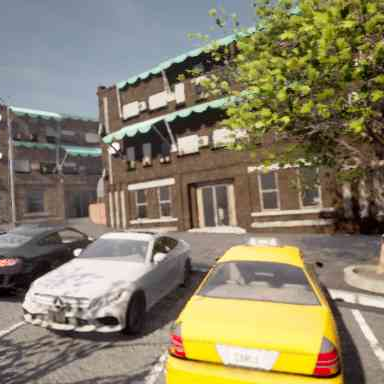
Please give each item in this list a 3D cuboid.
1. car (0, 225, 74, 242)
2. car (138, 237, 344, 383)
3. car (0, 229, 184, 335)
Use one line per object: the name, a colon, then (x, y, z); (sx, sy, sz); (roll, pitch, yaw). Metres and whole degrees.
car: (-3.783, 1.589, 8.797); (2.002, 1.452, 4.674); (0, -1, 16)
car: (1.187, 1.502, 5.451); (1.946, 1.575, 5.366); (0, -1, 16)
car: (-1.315, 1.566, 7.042); (2.002, 1.452, 4.674); (0, -1, 16)
